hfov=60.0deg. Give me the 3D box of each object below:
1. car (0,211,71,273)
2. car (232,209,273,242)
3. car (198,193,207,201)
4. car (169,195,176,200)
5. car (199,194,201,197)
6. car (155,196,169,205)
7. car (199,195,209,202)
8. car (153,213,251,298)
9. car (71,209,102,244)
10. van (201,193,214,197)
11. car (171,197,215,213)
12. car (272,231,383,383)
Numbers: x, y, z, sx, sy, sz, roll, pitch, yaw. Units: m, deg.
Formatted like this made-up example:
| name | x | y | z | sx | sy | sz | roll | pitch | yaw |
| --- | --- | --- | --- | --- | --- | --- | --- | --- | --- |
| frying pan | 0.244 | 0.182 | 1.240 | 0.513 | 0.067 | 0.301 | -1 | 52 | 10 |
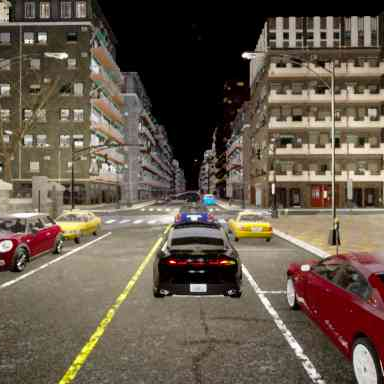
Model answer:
| name | x | y | z | sx | sy | sz | roll | pitch | yaw |
| --- | --- | --- | --- | --- | --- | --- | --- | --- | --- |
| car | -5.669 | 1.442 | 10.519 | 1.967 | 1.590 | 4.097 | 1 | 0 | 0 |
| car | 2.716 | 1.527 | 16.277 | 1.752 | 1.417 | 4.829 | 1 | 0 | 0 |
| car | 2.795 | 1.249 | 88.126 | 2.192 | 1.841 | 5.009 | 1 | 0 | 0 |
| car | -5.588 | 1.516 | 88.192 | 1.802 | 1.307 | 4.206 | 1 | 0 | 0 |
| car | 2.762 | 1.519 | 59.772 | 1.887 | 1.381 | 4.507 | 1 | 0 | 0 |
| car | -5.618 | 1.556 | 59.837 | 1.802 | 1.307 | 4.206 | 1 | 0 | 0 |
| car | 2.780 | 1.503 | 76.784 | 2.008 | 1.369 | 4.403 | 1 | 0 | 0 |
| car | 0.112 | 1.506 | 8.497 | 1.837 | 1.490 | 4.892 | 0 | 0 | 0 |
| car | -5.664 | 1.527 | 15.963 | 1.752 | 1.417 | 4.829 | 1 | 0 | 0 |
| van | 2.759 | 1.321 | 54.100 | 1.690 | 1.788 | 3.998 | 1 | 0 | 0 |
| car | 0.140 | 1.354 | 18.757 | 2.097 | 1.767 | 4.553 | 0 | 0 | 1 |
| car | 2.705 | 1.546 | 4.874 | 1.887 | 1.381 | 4.507 | 1 | 0 | 0 |
